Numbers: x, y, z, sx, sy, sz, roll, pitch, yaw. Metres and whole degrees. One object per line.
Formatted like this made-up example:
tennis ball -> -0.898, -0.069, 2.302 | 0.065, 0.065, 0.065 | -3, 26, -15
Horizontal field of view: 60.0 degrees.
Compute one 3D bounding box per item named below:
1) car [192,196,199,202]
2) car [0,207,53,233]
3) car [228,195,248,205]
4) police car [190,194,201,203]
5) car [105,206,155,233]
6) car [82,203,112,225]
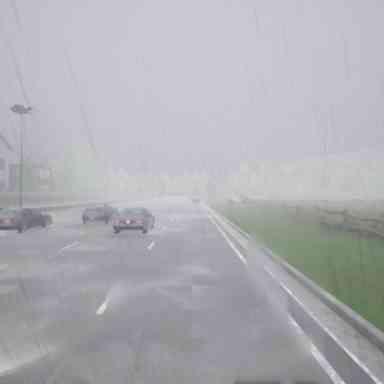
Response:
car -> 1.036, 1.956, 90.251 | 1.812, 1.442, 4.674 | 0, 0, 0
car -> -10.403, 1.644, 20.173 | 2.033, 1.411, 5.357 | 0, 0, 0
car -> 8.911, 1.520, 64.259 | 3.866, 1.878, 1.905 | 0, 0, 0
police car -> 1.037, 1.809, 80.362 | 1.930, 1.638, 5.238 | 0, 0, 0
car -> -3.403, 1.644, 20.163 | 2.033, 1.411, 5.357 | 0, 0, 0
car -> -6.905, 1.613, 25.510 | 2.128, 1.511, 4.902 | 0, 0, 0
